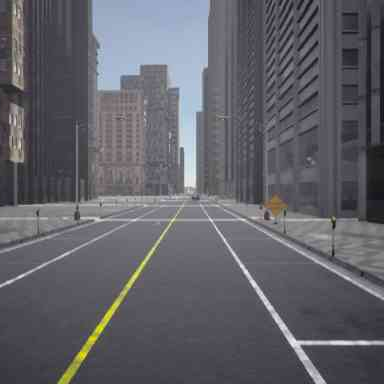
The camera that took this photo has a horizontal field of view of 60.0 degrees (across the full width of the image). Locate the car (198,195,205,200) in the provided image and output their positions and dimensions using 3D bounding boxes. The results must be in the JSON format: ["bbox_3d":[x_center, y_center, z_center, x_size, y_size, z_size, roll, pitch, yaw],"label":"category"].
[{"bbox_3d":[2.760,1.545,95.371,1.947,1.339,4.313,0,0,0],"label":"car"}]

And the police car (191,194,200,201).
[{"bbox_3d":[0.900,1.432,80.268,1.930,1.638,5.238,0,0,0],"label":"police car"}]

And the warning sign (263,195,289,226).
[{"bbox_3d":[5.071,1.099,20.154,1.300,1.860,1.060,0,0,0],"label":"warning sign"}]

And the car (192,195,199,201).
[{"bbox_3d":[0.900,1.550,90.157,1.837,1.490,4.892,0,0,0],"label":"car"}]
